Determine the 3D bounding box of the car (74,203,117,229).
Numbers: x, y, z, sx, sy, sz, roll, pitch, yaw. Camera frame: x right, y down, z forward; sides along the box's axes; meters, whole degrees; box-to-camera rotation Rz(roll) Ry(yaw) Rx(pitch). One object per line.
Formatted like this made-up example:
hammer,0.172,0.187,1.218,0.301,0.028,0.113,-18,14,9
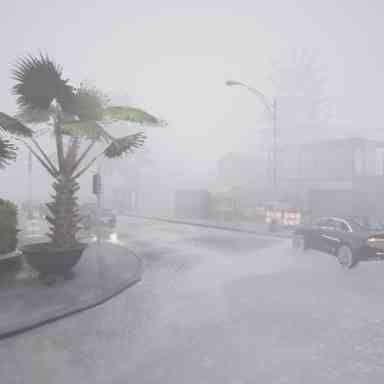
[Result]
car,-6.600,1.525,21.998,2.128,1.511,4.902,0,0,-36

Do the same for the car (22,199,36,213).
car,-18.385,1.559,38.560,1.812,1.442,4.674,0,0,-35

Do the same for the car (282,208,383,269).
car,5.228,1.541,11.434,2.128,1.511,4.902,1,0,-10

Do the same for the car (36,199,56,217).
car,-12.425,1.511,30.173,1.882,1.535,5.008,0,0,-36

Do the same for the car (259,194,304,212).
car,7.969,1.093,29.523,3.866,1.878,1.905,0,0,0
